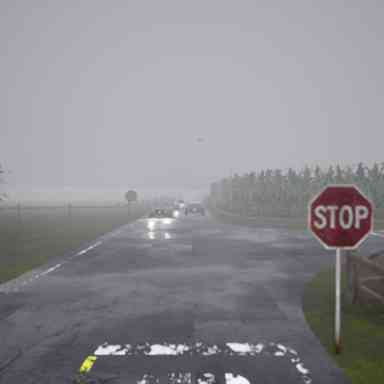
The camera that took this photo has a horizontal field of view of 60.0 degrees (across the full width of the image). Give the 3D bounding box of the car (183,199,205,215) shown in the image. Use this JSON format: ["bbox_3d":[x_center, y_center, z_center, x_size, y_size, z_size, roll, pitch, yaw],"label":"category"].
[{"bbox_3d":[0.252,1.490,33.951,1.812,1.442,4.674,0,0,0],"label":"car"}]

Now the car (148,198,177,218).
[{"bbox_3d":[-2.716,1.534,29.885,1.994,1.385,4.181,0,0,0],"label":"car"}]

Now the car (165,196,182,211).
[{"bbox_3d":[-2.667,1.309,40.198,2.097,1.767,4.553,0,0,0],"label":"car"}]
